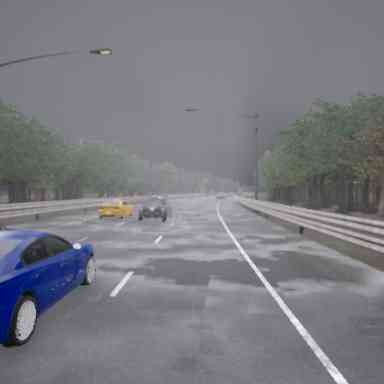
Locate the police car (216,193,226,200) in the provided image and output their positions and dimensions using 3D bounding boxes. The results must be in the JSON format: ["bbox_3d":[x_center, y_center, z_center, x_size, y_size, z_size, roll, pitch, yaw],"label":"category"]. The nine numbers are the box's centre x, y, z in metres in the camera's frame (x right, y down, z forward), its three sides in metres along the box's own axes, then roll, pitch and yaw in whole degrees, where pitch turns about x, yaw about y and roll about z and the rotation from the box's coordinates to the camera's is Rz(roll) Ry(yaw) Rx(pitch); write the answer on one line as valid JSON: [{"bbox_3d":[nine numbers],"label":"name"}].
[{"bbox_3d":[7.369,1.266,88.273,1.930,1.638,5.238,0,0,8],"label":"police car"}]

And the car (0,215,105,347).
[{"bbox_3d":[-3.342,1.456,6.299,1.882,1.535,5.008,0,0,1],"label":"car"}]

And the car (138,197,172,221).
[{"bbox_3d":[-2.807,1.275,26.199,2.097,1.767,4.553,0,0,2],"label":"car"}]

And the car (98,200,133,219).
[{"bbox_3d":[-6.247,1.394,27.740,1.882,1.535,5.008,0,0,2],"label":"car"}]
